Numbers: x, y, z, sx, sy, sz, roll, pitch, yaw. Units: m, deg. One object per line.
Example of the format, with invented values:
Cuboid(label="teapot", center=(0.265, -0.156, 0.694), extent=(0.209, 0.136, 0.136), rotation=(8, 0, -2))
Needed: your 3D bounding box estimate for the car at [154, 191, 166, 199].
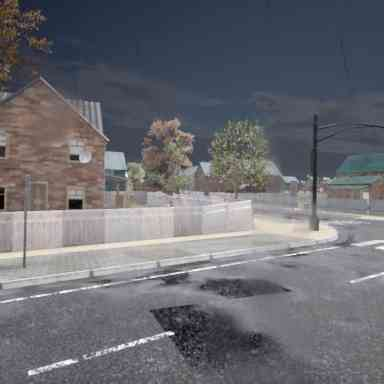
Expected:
Cuboid(label="car", center=(-6.195, 0.640, 61.715), extent=(1.812, 1.442, 4.674), rotation=(1, 1, -20))
